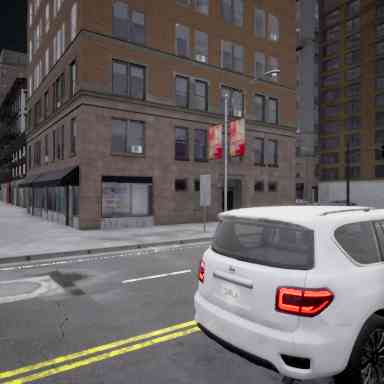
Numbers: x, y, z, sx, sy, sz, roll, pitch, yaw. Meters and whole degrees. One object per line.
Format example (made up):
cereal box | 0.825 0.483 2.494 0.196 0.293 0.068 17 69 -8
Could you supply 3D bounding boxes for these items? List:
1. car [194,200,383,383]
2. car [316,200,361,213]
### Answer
car | 2.645 1.222 5.312 5.566 2.045 2.150 0 0 -35
car | 16.982 1.597 38.728 1.947 1.339 4.313 0 0 -35
